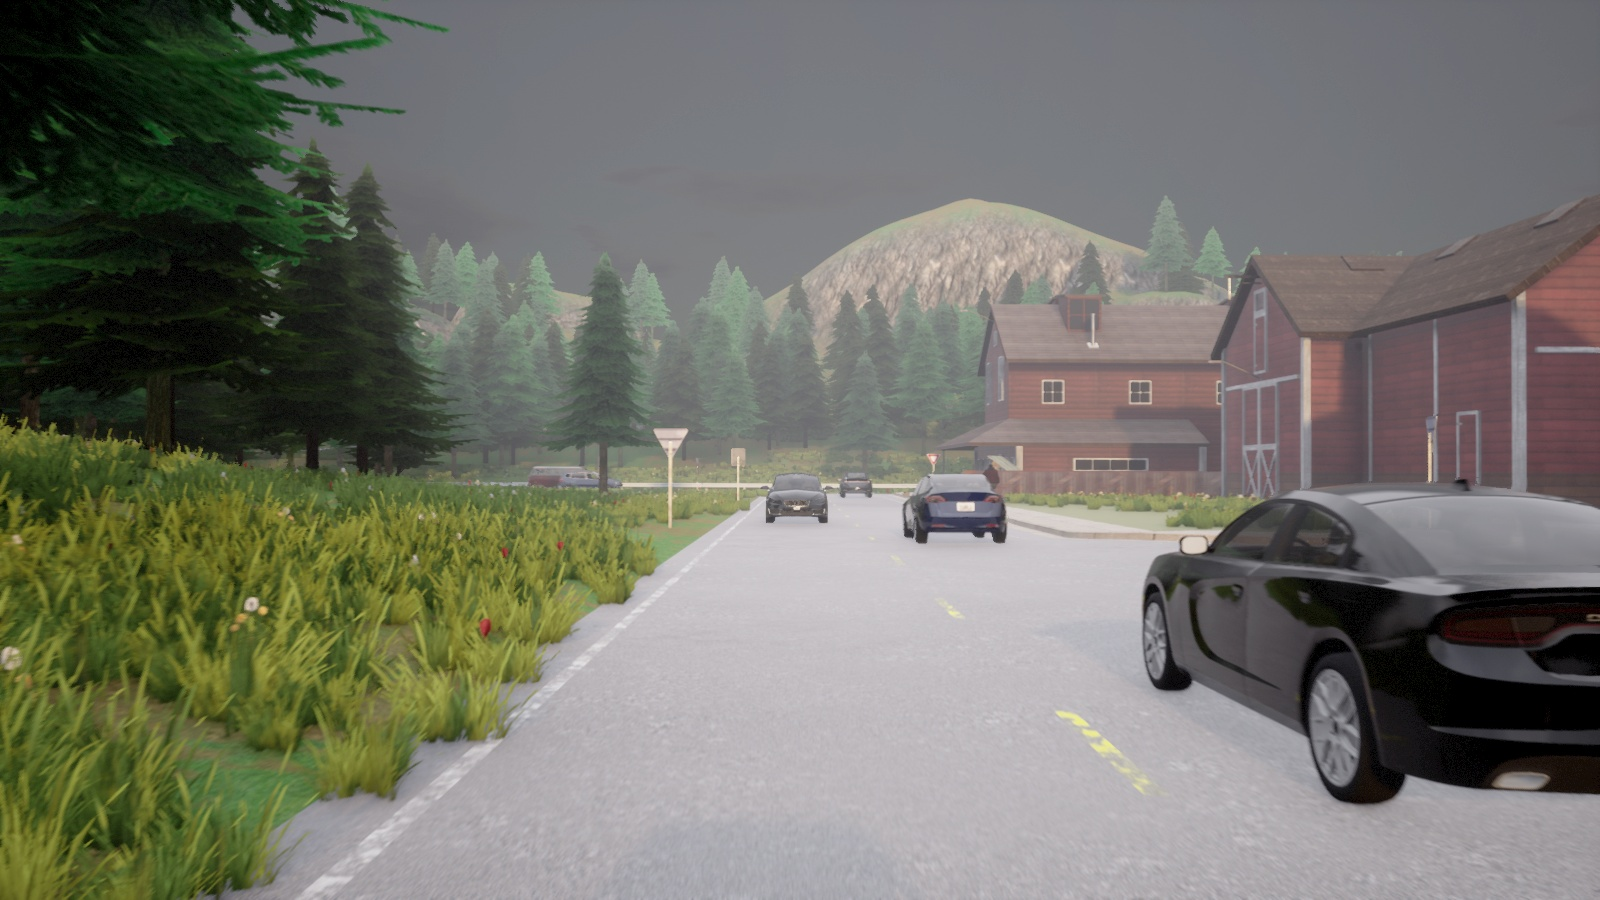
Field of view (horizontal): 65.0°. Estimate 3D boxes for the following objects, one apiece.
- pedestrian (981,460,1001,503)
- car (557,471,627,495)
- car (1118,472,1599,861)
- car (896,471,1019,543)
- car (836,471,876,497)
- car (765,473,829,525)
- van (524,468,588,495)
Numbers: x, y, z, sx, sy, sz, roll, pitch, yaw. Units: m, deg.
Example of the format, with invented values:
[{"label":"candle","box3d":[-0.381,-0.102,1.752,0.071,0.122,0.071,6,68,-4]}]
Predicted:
[{"label":"pedestrian","box3d":[8.190,1.339,53.851,0.634,1.844,0.899,0,-1,-5]},{"label":"car","box3d":[-14.915,2.369,90.247,4.611,1.667,2.242,0,-1,0]},{"label":"car","box3d":[3.483,0.904,7.505,1.882,1.535,5.008,0,-1,0]},{"label":"car","box3d":[3.433,1.255,28.389,2.163,1.488,4.792,0,-2,0]},{"label":"car","box3d":[3.329,2.021,75.502,2.128,1.511,4.902,0,-1,0]},{"label":"car","box3d":[-0.087,1.467,38.658,1.837,1.490,4.892,0,-1,0]},{"label":"van","box3d":[-18.187,2.349,93.736,4.442,1.987,1.775,0,-1,0]}]
